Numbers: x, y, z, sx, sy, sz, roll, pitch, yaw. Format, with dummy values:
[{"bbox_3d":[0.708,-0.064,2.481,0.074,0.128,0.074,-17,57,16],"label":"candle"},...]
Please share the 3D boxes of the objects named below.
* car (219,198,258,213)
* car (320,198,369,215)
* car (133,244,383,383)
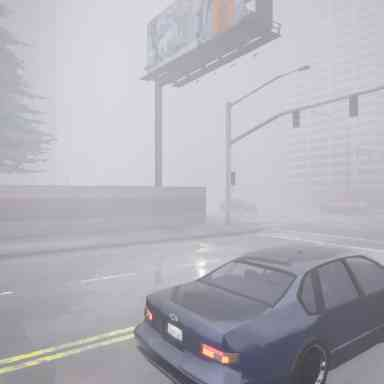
[{"bbox_3d":[5.092,1.478,36.865,1.882,1.535,5.008,0,0,-35],"label":"car"},{"bbox_3d":[15.673,1.352,34.408,2.097,1.767,4.553,0,0,-41],"label":"car"},{"bbox_3d":[1.832,1.547,5.069,5.357,1.411,2.033,0,0,-37],"label":"car"}]
